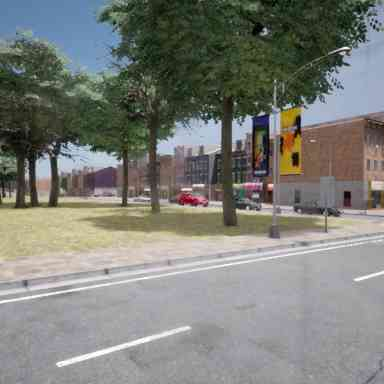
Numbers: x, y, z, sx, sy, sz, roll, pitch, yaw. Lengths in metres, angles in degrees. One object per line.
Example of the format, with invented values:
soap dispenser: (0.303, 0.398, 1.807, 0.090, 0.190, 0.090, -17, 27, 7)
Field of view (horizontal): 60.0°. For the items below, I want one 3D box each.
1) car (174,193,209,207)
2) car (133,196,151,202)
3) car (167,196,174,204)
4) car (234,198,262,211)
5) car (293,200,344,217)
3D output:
car: (0.151, 1.136, 49.165, 2.150, 2.045, 5.566, 1, 0, -35)
car: (-10.391, 1.448, 69.023, 1.895, 1.301, 4.718, 1, 0, -35)
car: (-2.499, 1.381, 57.952, 2.128, 1.511, 4.902, 1, 0, -36)
car: (6.352, 1.496, 40.431, 1.837, 1.490, 4.892, 1, 0, -35)
car: (12.178, 1.588, 32.240, 1.837, 1.490, 4.892, 1, 0, -35)
